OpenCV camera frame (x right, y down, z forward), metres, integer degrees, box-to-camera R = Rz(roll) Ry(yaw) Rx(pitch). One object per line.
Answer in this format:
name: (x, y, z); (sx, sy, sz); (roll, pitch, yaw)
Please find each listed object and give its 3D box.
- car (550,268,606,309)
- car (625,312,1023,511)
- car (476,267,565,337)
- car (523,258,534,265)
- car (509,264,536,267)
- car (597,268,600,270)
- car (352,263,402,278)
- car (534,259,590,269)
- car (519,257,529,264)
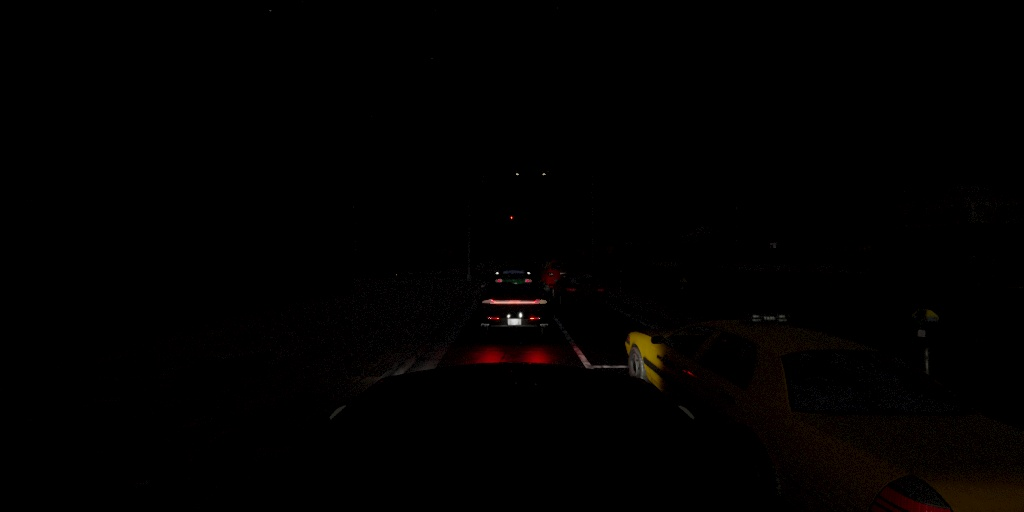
car: (2.662, 1.338, 14.728); (1.802, 1.307, 4.207); (0, 0, 0)
car: (2.643, 1.276, 4.000); (1.751, 1.417, 4.829); (0, 0, 0)
car: (0.080, 1.245, 10.352); (2.128, 1.511, 4.902); (0, 0, 1)
car: (2.719, 1.356, 46.607); (1.888, 1.381, 4.507); (0, 0, 0)
car: (0.060, 1.325, 19.297); (1.994, 1.385, 4.181); (0, 0, -1)
car: (6.760, 1.380, 31.799); (4.718, 1.301, 1.895); (0, -1, 0)
car: (-11.995, 1.306, 31.772); (4.181, 1.385, 1.994); (0, -1, 0)
car: (2.671, 1.076, 20.177); (2.192, 1.841, 5.009); (0, 0, 0)
car: (2.748, 1.403, 62.918); (1.888, 1.381, 4.507); (0, 0, 0)
